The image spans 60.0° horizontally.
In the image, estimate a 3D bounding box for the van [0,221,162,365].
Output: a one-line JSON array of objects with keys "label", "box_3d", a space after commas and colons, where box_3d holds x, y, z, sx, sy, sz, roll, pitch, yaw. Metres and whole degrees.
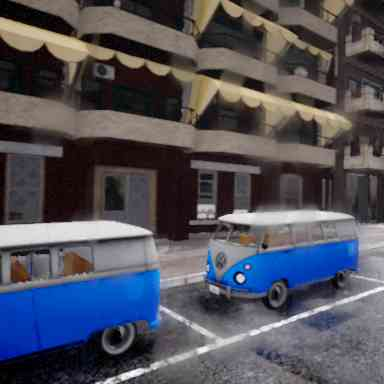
[{"label": "van", "box_3d": [-2.349, 1.343, 4.394, 3.998, 1.788, 1.690, 0, 1, -35]}]

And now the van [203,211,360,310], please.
[{"label": "van", "box_3d": [2.155, 1.356, 7.605, 3.998, 1.788, 1.690, 0, 1, -35]}]
